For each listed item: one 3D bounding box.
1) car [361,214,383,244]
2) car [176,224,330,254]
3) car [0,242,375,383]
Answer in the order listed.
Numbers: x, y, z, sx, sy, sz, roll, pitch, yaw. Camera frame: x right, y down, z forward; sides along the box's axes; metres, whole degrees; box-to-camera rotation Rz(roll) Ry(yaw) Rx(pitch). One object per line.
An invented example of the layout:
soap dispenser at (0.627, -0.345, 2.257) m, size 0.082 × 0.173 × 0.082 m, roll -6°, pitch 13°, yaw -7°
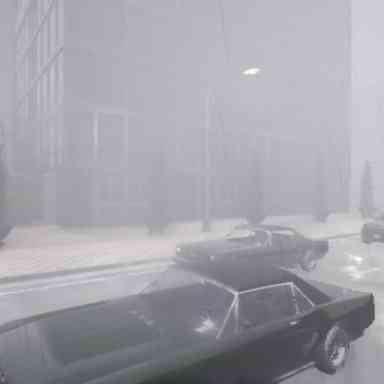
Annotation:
car at (9.671, 1.564, 15.162) m, size 5.008 × 1.535 × 1.882 m, roll 0°, pitch 0°, yaw -35°
car at (1.806, 1.638, 9.563) m, size 4.718 × 1.301 × 1.895 m, roll 0°, pitch 0°, yaw -35°
car at (0.185, 1.614, 4.096) m, size 4.718 × 1.301 × 1.895 m, roll 0°, pitch 0°, yaw -35°
